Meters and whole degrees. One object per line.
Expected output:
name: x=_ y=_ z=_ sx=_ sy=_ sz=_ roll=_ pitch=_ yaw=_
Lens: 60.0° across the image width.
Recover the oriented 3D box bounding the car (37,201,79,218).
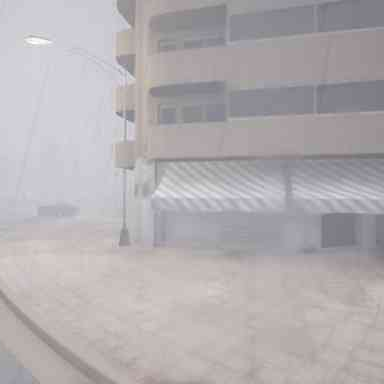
car: x=-12.716 y=1.633 z=31.918 sx=1.882 sy=1.535 sz=5.008 roll=0 pitch=0 yaw=9
